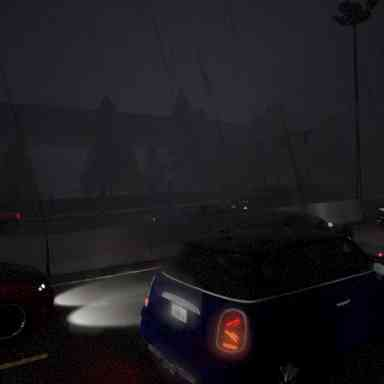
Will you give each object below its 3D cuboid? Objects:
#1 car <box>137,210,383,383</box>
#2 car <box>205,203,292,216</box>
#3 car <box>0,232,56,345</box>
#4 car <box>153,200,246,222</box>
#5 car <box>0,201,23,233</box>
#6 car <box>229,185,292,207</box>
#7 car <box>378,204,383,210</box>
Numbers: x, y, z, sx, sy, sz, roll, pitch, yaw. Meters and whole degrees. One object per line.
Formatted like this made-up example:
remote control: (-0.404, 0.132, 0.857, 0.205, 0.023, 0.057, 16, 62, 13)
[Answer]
car: (1.581, 1.313, 4.907, 4.553, 1.767, 2.097, -1, 1, -36)
car: (3.058, 1.321, 10.295, 5.008, 1.535, 1.882, -3, 1, -36)
car: (-4.314, 1.565, 4.975, 4.181, 1.385, 1.994, 0, 0, -35)
car: (0.295, 1.376, 17.181, 4.718, 1.301, 1.895, -3, 2, -36)
car: (-11.443, 1.362, 17.332, 4.553, 1.767, 2.097, 0, 0, -36)
car: (5.153, 0.548, 25.027, 5.566, 2.045, 2.150, -4, 2, -36)
car: (10.680, 0.865, 15.815, 4.902, 1.511, 2.128, -4, 2, -36)
